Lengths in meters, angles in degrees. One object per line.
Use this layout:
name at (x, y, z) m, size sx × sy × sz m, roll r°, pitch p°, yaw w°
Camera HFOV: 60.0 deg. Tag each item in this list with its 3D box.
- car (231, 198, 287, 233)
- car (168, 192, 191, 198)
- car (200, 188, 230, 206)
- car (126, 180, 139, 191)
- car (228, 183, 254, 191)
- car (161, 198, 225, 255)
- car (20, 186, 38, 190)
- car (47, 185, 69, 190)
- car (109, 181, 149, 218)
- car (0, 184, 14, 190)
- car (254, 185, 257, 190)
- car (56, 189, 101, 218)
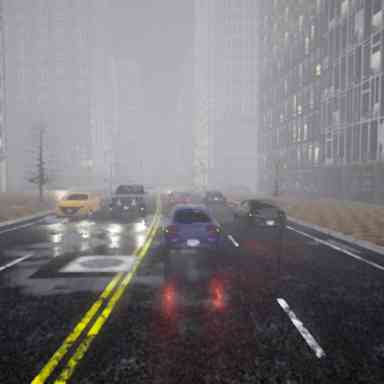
car at (3.050, 0.989, 15.724) m, size 1.812 × 1.442 × 4.674 m, roll 0°, pitch 2°, yaw -3°
car at (-1.144, 0.625, 28.618) m, size 1.895 × 1.301 × 4.718 m, roll 0°, pitch 2°, yaw -5°
car at (1.906, 0.511, 30.812) m, size 1.994 × 1.385 × 4.181 m, roll 0°, pitch 2°, yaw -5°
car at (-11.312, -1.300, 63.485) m, size 2.150 × 2.045 × 5.566 m, roll 0°, pitch 2°, yaw -6°
car at (10.431, -1.023, 73.993) m, size 5.009 × 1.841 × 2.192 m, roll 0°, pitch 2°, yaw -5°
car at (-0.038, 1.136, 11.375) m, size 1.812 × 1.442 × 4.674 m, roll 0°, pitch 2°, yaw -2°
car at (-34.014, -0.992, 70.092) m, size 4.206 × 1.307 × 1.802 m, roll 0°, pitch 2°, yaw -5°
car at (-28.346, -0.975, 70.541) m, size 4.313 × 1.339 × 1.947 m, roll 0°, pitch 2°, yaw -5°
car at (-3.984, 0.479, 21.839) m, size 2.150 × 2.045 × 5.566 m, roll 0°, pitch 2°, yaw -4°
car at (-39.683, -1.043, 69.682) m, size 4.313 × 1.339 × 1.947 m, roll 0°, pitch 2°, yaw -5°
car at (15.164, -1.205, 82.808) m, size 4.829 × 1.417 × 1.752 m, roll 0°, pitch 2°, yaw -5°
car at (-7.221, 0.743, 21.589) m, size 1.882 × 1.535 × 5.008 m, roll 0°, pitch 2°, yaw -4°
